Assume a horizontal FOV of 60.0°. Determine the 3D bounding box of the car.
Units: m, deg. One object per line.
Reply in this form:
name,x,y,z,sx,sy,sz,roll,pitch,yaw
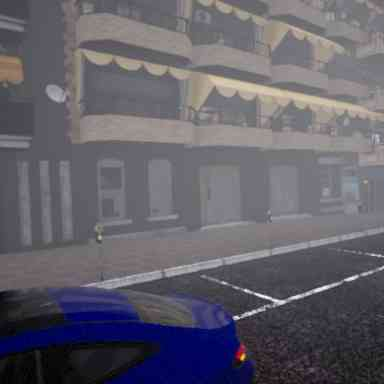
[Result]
car,-1.599,1.529,2.200,4.674,1.442,1.812,-2,1,-35
